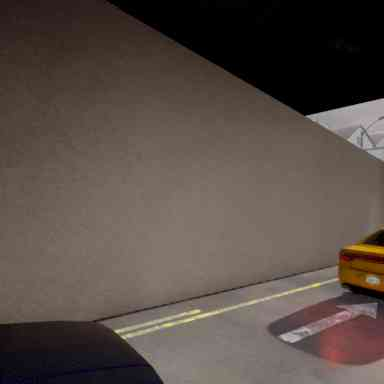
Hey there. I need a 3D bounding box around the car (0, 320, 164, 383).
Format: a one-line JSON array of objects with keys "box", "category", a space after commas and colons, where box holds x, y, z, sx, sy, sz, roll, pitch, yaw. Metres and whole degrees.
[{"box": [-2.732, 1.547, 1.835, 5.357, 1.411, 2.033, 0, 0, -35], "category": "car"}]

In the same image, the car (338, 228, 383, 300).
[{"box": [5.364, 1.478, 7.585, 5.008, 1.535, 1.882, 0, 0, -35], "category": "car"}]
